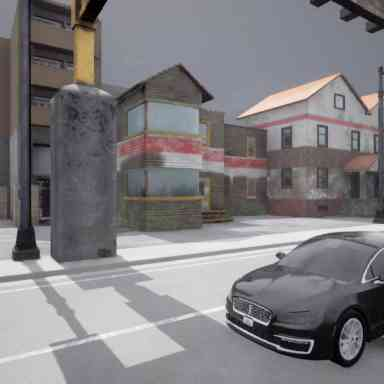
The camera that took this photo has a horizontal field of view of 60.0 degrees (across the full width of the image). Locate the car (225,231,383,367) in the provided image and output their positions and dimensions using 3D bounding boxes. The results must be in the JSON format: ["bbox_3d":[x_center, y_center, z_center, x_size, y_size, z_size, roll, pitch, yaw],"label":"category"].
[{"bbox_3d":[2.796,1.505,5.830,4.892,1.490,1.837,0,0,-33],"label":"car"}]
